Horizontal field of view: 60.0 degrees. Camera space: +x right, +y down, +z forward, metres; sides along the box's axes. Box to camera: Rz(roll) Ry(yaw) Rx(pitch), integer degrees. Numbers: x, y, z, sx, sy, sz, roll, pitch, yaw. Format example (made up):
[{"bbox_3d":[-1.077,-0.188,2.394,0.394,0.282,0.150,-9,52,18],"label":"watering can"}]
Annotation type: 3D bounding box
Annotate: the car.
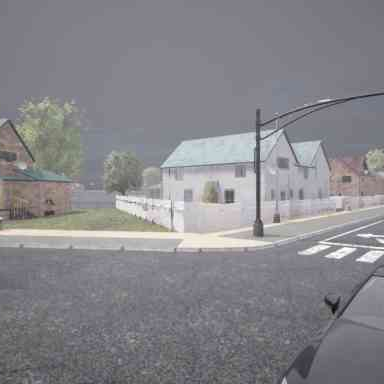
[{"bbox_3d":[2.573,1.525,3.480,1.812,1.442,4.674,0,0,42],"label":"car"}]
